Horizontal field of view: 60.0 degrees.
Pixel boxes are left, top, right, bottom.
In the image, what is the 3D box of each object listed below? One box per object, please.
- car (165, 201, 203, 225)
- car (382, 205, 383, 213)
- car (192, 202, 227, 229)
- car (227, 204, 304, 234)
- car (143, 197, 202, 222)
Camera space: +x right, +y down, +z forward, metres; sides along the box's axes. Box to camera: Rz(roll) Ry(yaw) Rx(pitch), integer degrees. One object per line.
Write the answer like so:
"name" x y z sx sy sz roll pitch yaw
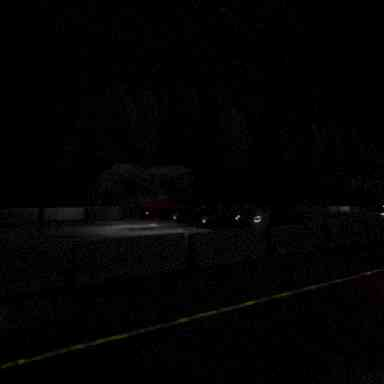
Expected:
"car" 0.722 1.681 25.976 4.902 1.511 2.128 1 -1 -35
"car" 32.409 2.400 52.726 5.566 2.045 2.150 2 -1 -35
"car" 2.783 1.683 23.148 4.902 1.511 2.128 1 -1 -35
"car" 4.715 1.542 20.227 4.553 1.767 2.097 1 -1 -35
"car" -1.405 1.408 28.759 5.566 2.045 2.150 1 -1 -35
